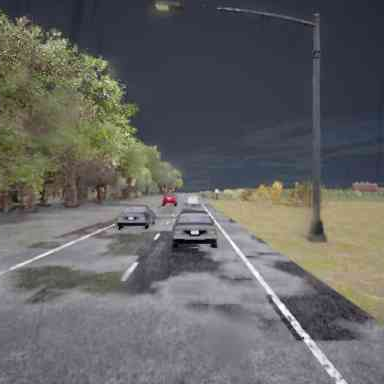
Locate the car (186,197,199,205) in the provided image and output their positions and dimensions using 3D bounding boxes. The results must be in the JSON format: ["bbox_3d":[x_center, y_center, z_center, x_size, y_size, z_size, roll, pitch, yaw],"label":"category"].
[{"bbox_3d":[0.105,1.443,52.240,1.812,1.442,4.674,0,0,0],"label":"car"}]

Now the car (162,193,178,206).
[{"bbox_3d":[-3.393,1.138,51.981,2.150,2.045,5.566,0,0,0],"label":"car"}]

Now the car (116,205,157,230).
[{"bbox_3d":[-3.398,1.517,21.017,2.033,1.411,5.357,0,0,0],"label":"car"}]

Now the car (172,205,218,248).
[{"bbox_3d":[0.102,1.527,14.745,2.033,1.411,5.357,0,0,0],"label":"car"}]
